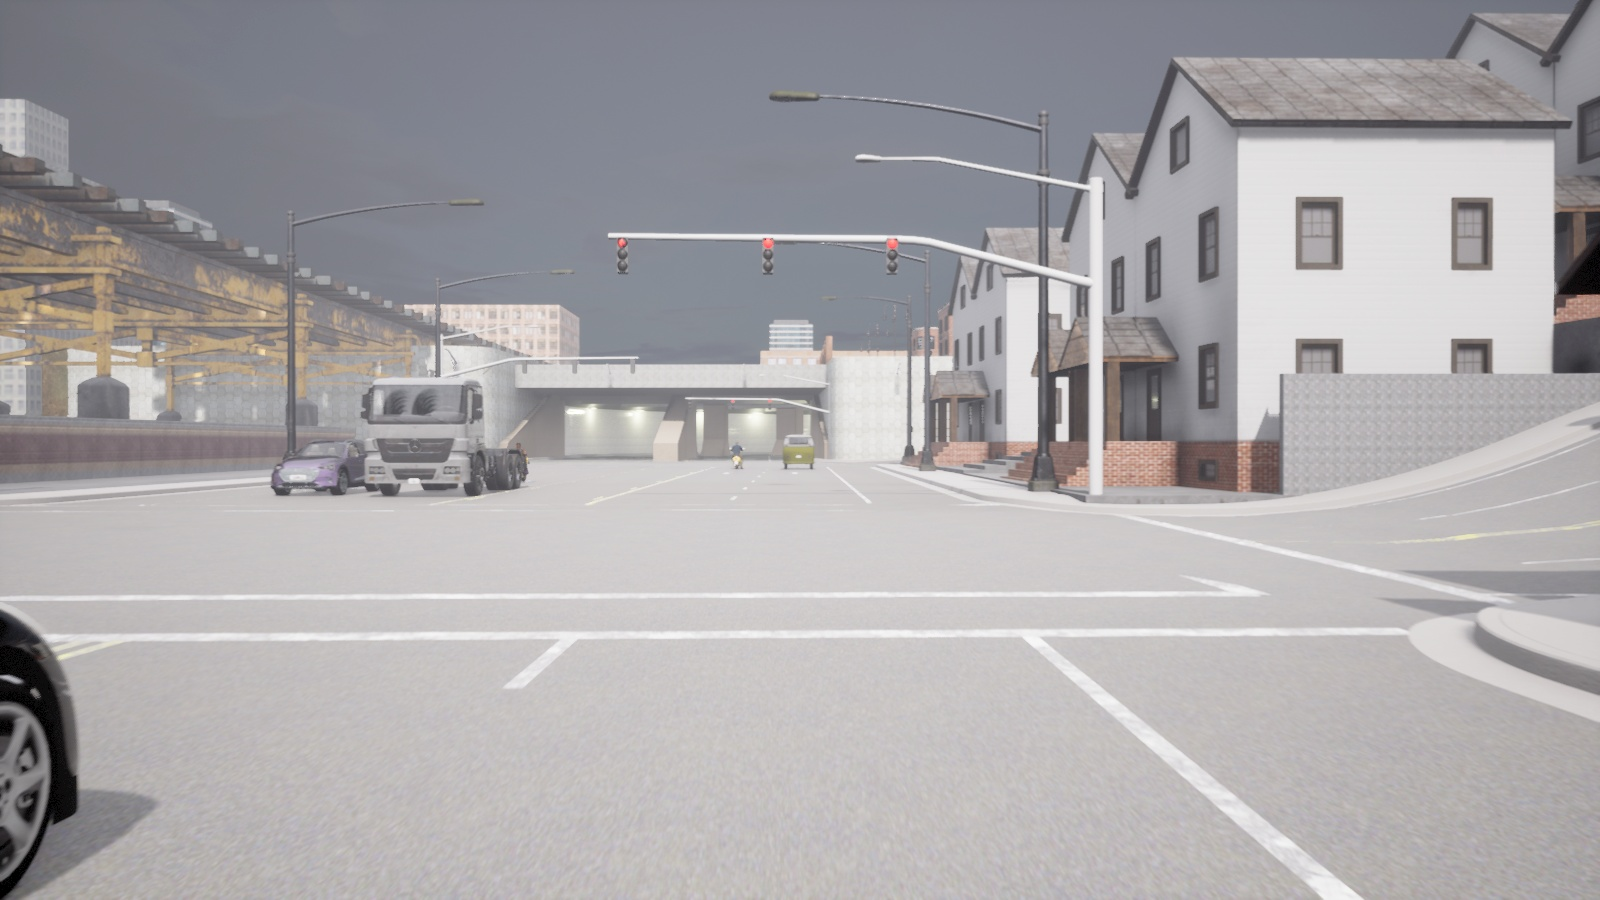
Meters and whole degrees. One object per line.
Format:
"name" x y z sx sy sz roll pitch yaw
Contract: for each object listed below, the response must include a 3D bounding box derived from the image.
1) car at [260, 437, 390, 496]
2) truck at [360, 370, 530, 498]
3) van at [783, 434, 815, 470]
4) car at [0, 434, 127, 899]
"car" -14.019 0.455 37.421 2.033 1.649 4.856 0 0 0
"truck" -10.515 -0.458 38.140 2.891 3.462 7.936 0 0 0
"van" -0.050 0.097 71.277 1.775 1.987 4.442 0 0 0
"car" -3.487 0.694 2.769 1.970 1.475 3.806 0 0 0
